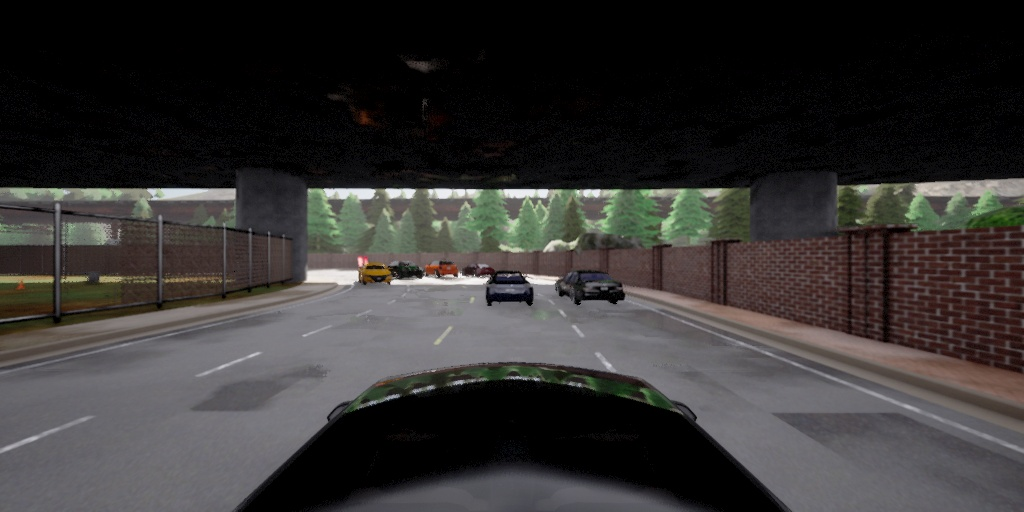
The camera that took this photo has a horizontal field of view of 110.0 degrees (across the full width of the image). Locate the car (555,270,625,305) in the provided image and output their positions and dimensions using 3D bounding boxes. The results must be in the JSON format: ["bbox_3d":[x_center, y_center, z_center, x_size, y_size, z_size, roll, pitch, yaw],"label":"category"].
[{"bbox_3d":[3.352,1.324,16.343,2.033,1.411,5.357,0,0,-5],"label":"car"}]

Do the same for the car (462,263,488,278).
[{"bbox_3d":[-3.500,1.375,35.933,1.994,1.385,4.181,0,0,-33],"label":"car"}]

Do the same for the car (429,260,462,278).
[{"bbox_3d":[-7.059,1.162,35.053,2.097,1.767,4.553,0,0,-34],"label":"car"}]

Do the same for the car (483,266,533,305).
[{"bbox_3d":[-0.214,1.340,16.242,1.994,1.385,4.181,0,0,-4],"label":"car"}]

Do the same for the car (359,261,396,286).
[{"bbox_3d":[-10.162,1.272,26.543,1.882,1.535,5.008,0,0,-28],"label":"car"}]

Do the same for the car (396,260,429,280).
[{"bbox_3d":[-9.632,1.157,32.347,2.097,1.767,4.553,0,0,-36],"label":"car"}]

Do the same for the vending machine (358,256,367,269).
[{"bbox_3d":[-23.089,1.041,55.449,0.880,2.100,1.100,0,0,17],"label":"vending machine"}]
